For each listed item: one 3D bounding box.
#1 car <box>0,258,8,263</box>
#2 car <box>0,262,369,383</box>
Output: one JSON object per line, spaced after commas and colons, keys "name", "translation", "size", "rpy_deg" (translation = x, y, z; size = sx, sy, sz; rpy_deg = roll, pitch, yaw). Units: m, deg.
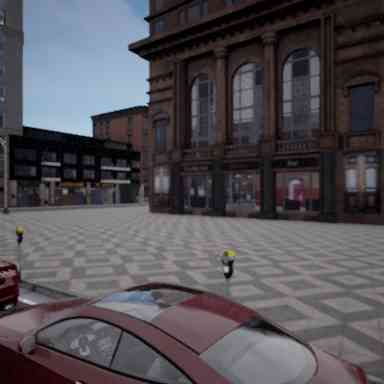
{"name": "car", "translation": [-5.149, 1.559, 6.470], "size": [4.507, 1.381, 1.887], "rpy_deg": [0, 0, 35]}
{"name": "car", "translation": [-0.540, 1.586, 3.221], "size": [4.206, 1.307, 1.802], "rpy_deg": [0, 0, 35]}
